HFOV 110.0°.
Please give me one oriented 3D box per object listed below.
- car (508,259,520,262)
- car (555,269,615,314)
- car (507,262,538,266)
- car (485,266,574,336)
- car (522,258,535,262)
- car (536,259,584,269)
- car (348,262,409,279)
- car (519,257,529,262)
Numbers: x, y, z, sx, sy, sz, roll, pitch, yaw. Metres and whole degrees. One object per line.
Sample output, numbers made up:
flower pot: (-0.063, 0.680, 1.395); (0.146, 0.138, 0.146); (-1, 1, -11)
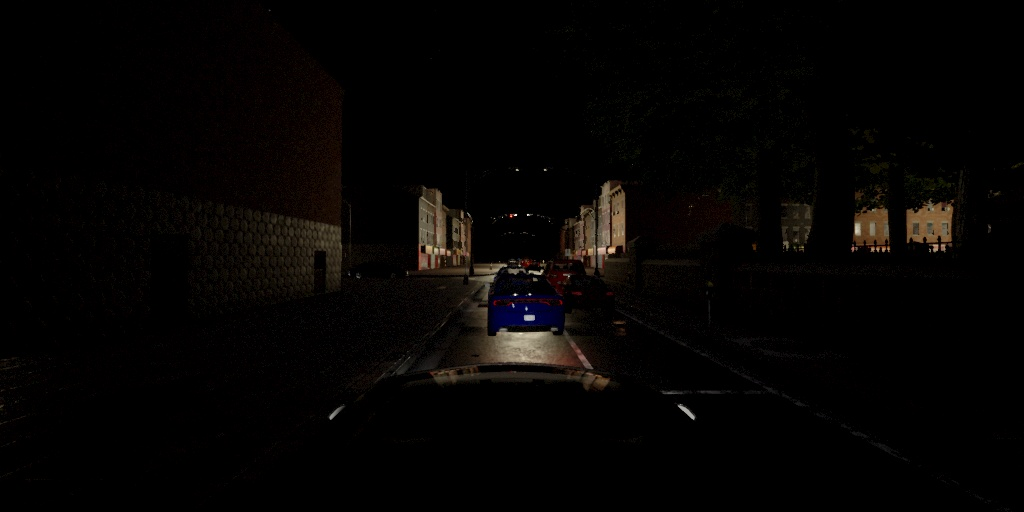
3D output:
car: (0.143, 1.347, 63.308); (2.128, 1.511, 4.902); (0, 0, 0)
car: (2.646, 1.336, 13.511); (1.802, 1.307, 4.207); (0, 0, 0)
car: (0.081, 1.236, 18.007); (1.882, 1.535, 5.008); (0, 0, 1)
car: (0.230, 1.230, 10.481); (1.882, 1.535, 5.008); (0, 0, -4)
car: (2.668, 1.350, 45.389); (1.888, 1.381, 4.507); (0, 0, 0)
car: (2.650, 1.074, 18.960); (2.192, 1.841, 5.009); (0, 0, 0)
car: (-11.307, 1.245, 30.544); (4.892, 1.490, 1.837); (0, -1, 0)
car: (2.680, 1.395, 61.701); (1.888, 1.381, 4.507); (0, 0, 0)
